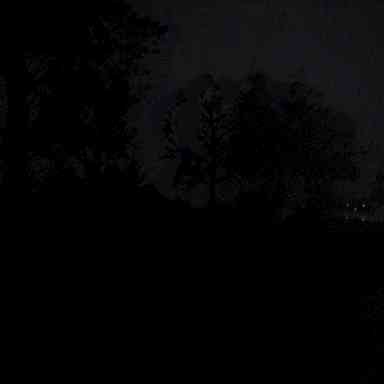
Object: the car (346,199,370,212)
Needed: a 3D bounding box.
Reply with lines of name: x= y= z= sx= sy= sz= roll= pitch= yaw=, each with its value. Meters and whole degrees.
car: x=17.363 y=1.382 z=34.735 sx=1.895 sy=1.301 sz=4.718 roll=0 pitch=0 yaw=33
